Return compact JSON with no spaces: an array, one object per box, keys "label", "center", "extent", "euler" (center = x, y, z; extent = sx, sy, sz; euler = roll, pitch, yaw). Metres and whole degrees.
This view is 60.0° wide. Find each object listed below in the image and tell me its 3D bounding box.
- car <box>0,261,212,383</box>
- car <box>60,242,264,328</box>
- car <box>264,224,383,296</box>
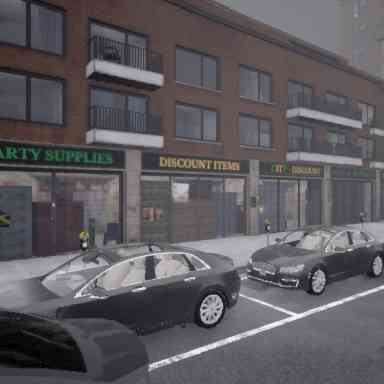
[{"label":"car","center":[-2.421,1.504,1.343],"extent":[4.892,1.490,1.837],"euler":[0,0,-35]},{"label":"car","center":[-1.164,1.551,5.357],"extent":[4.403,1.369,2.008],"euler":[0,0,-35]},{"label":"car","center":[3.331,1.551,8.559],"extent":[4.403,1.369,2.008],"euler":[0,0,-35]}]
